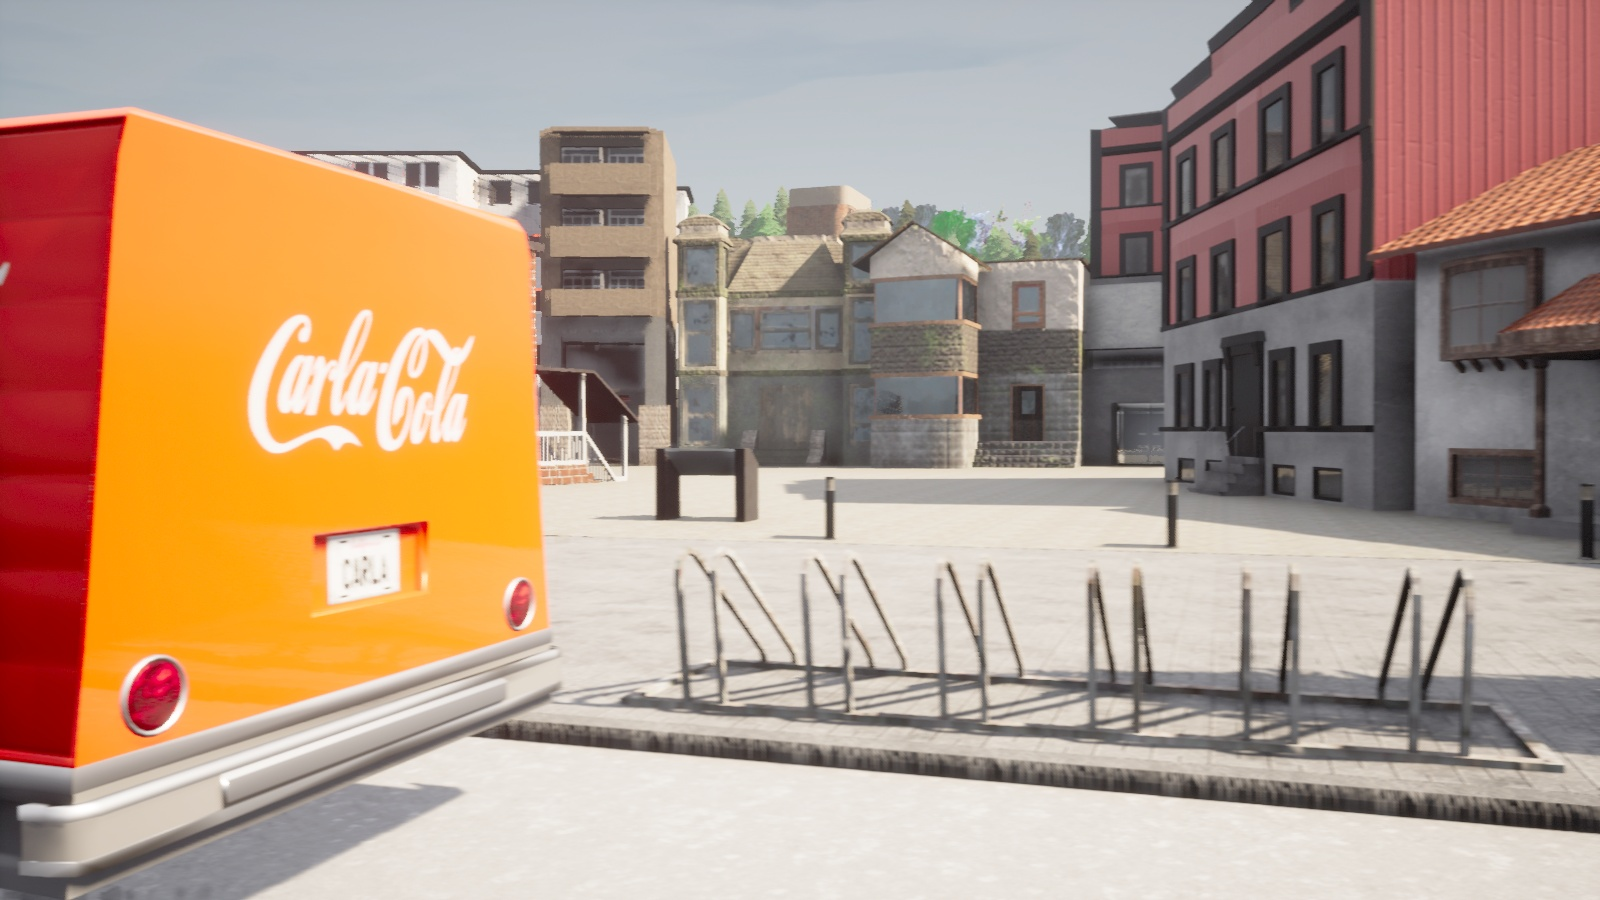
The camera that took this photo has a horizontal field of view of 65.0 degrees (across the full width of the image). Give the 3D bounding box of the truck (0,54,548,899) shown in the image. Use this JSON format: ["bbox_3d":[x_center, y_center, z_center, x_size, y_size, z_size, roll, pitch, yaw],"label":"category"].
[{"bbox_3d":[-3.984,0.244,5.052,5.204,2.467,2.627,1,1,19],"label":"truck"}]
